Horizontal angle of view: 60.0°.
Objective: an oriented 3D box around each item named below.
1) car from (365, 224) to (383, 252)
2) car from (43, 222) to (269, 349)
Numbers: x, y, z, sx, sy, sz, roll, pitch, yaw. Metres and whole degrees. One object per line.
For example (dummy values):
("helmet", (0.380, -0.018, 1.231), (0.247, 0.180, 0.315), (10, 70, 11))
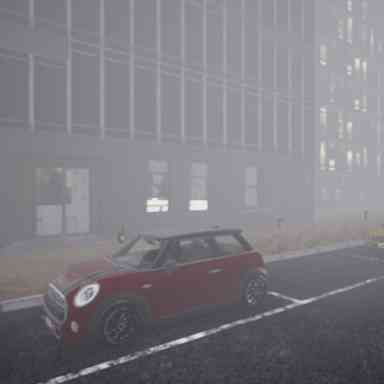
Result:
("car", (8.351, 1.461, 12.512), (4.829, 1.417, 1.752), (0, 0, -35))
("car", (-0.529, 1.426, 6.177), (4.097, 1.590, 1.967), (0, 0, -35))
